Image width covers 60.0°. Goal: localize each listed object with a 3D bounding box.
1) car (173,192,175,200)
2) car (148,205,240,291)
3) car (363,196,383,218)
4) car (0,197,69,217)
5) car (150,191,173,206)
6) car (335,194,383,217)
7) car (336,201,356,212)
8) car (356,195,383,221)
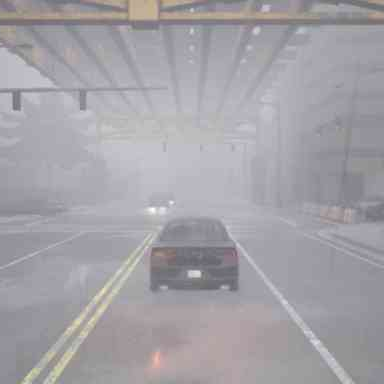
[{"bbox_3d":[-3.699,0.559,52.998,2.128,1.511,4.902,0,1,0],"label":"car"},{"bbox_3d":[0.049,1.324,8.639,1.882,1.535,5.008,0,1,0],"label":"car"},{"bbox_3d":[13.256,0.891,20.960,4.536,1.218,1.853,-1,1,-20],"label":"car"},{"bbox_3d":[-12.266,1.128,25.276,5.357,1.411,2.033,0,1,-1],"label":"car"},{"bbox_3d":[-3.687,0.820,38.347,2.128,1.511,4.902,0,1,0],"label":"car"},{"bbox_3d":[13.524,0.975,25.103,4.974,1.542,2.038,0,1,25],"label":"car"},{"bbox_3d":[13.571,0.818,25.079,4.536,1.218,1.853,0,1,25],"label":"car"},{"bbox_3d":[13.208,1.049,20.944,4.974,1.542,2.038,-1,1,-20],"label":"car"}]
